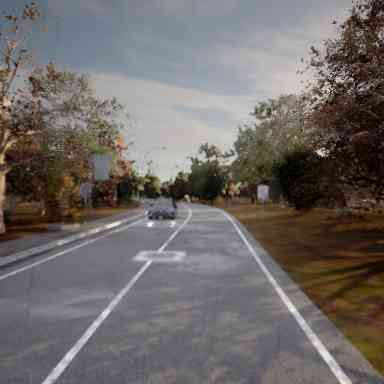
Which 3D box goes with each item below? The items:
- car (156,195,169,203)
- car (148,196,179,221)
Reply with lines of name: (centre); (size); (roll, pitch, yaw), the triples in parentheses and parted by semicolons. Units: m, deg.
car: (-5.982, 1.413, 67.913); (1.994, 1.385, 4.181); (1, 0, -14)
car: (-2.284, 1.332, 27.305); (2.097, 1.767, 4.553); (0, 0, 2)
